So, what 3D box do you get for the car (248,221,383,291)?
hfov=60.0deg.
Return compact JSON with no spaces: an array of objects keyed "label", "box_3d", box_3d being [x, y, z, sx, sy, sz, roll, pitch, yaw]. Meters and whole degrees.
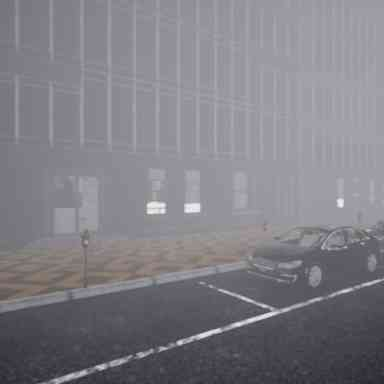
[{"label":"car","box_3d":[3.420,1.566,8.995,4.403,1.369,2.008,0,0,-35]}]
